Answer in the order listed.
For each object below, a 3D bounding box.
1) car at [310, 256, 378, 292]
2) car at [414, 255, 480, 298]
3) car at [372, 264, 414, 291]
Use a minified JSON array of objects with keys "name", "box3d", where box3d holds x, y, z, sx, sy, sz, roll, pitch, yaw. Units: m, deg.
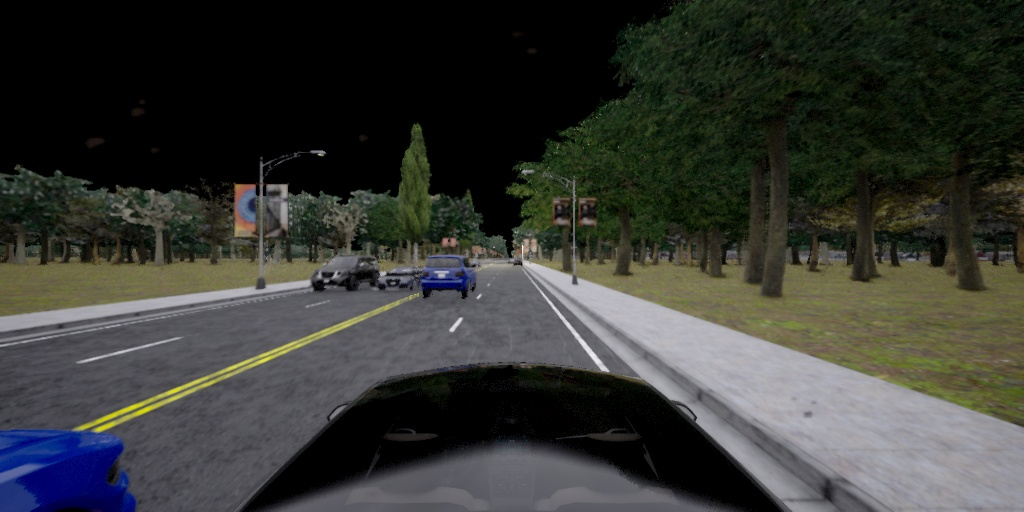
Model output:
[{"name":"car","box3d":[-9.845,0.982,21.789,2.150,2.045,5.566,0,0,0]},{"name":"car","box3d":[-3.147,0.977,18.709,2.150,2.045,5.566,0,0,0]},{"name":"car","box3d":[-6.593,1.321,21.870,1.994,1.385,4.181,0,0,0]}]
